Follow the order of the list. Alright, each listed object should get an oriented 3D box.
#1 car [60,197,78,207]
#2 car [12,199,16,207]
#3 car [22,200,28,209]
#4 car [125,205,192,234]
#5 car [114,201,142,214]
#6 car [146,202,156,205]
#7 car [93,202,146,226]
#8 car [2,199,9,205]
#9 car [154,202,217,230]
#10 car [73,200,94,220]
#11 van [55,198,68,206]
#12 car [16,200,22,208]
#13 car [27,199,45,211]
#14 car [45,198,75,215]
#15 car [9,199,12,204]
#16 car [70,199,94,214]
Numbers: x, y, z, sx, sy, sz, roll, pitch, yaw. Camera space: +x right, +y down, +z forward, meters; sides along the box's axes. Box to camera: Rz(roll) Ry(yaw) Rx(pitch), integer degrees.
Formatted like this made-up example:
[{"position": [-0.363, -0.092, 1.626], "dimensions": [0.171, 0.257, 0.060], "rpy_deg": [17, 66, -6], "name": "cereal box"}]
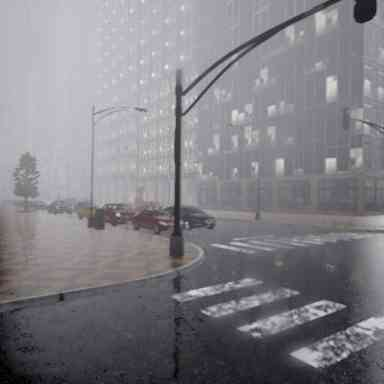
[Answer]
[{"position": [-24.535, 2.013, 66.211], "dimensions": [2.192, 1.841, 5.009], "rpy_deg": [0, -1, -35], "name": "car"}, {"position": [-31.402, 2.110, 61.406], "dimensions": [2.008, 1.369, 4.403], "rpy_deg": [1, -1, -35], "name": "car"}, {"position": [-24.886, 2.016, 52.092], "dimensions": [1.947, 1.339, 4.313], "rpy_deg": [1, -1, -35], "name": "car"}, {"position": [-2.083, 1.650, 19.492], "dimensions": [1.802, 1.307, 4.206], "rpy_deg": [1, -1, -35], "name": "car"}, {"position": [-8.344, 1.952, 43.062], "dimensions": [1.752, 1.417, 4.829], "rpy_deg": [0, -1, -35], "name": "car"}, {"position": [-4.989, 1.811, 38.267], "dimensions": [1.967, 1.590, 4.097], "rpy_deg": [0, -1, -35], "name": "car"}, {"position": [-5.340, 1.563, 24.151], "dimensions": [1.967, 1.590, 4.097], "rpy_deg": [1, -1, -35], "name": "car"}, {"position": [-41.175, 2.274, 75.377], "dimensions": [2.008, 1.369, 4.403], "rpy_deg": [1, -1, -35], "name": "car"}, {"position": [-0.363, 1.622, 21.566], "dimensions": [1.837, 1.490, 4.892], "rpy_deg": [1, -1, -34], "name": "car"}, {"position": [-8.500, 1.701, 28.668], "dimensions": [1.752, 1.417, 4.829], "rpy_deg": [1, -1, -35], "name": "car"}, {"position": [-27.792, 2.094, 70.868], "dimensions": [1.690, 1.788, 3.998], "rpy_deg": [0, -1, -35], "name": "van"}, {"position": [-28.144, 2.050, 56.749], "dimensions": [1.887, 1.381, 4.507], "rpy_deg": [1, -1, -35], "name": "car"}, {"position": [-21.629, 1.947, 47.435], "dimensions": [2.008, 1.369, 4.403], "rpy_deg": [1, -1, -35], "name": "car"}, {"position": [-15.113, 1.727, 38.122], "dimensions": [1.967, 1.590, 4.097], "rpy_deg": [1, -1, -35], "name": "car"}, {"position": [-34.660, 2.196, 66.063], "dimensions": [1.802, 1.307, 4.206], "rpy_deg": [1, -1, -35], "name": "car"}, {"position": [-12.197, 1.821, 38.502], "dimensions": [1.837, 1.490, 4.892], "rpy_deg": [1, -1, -35], "name": "car"}]
